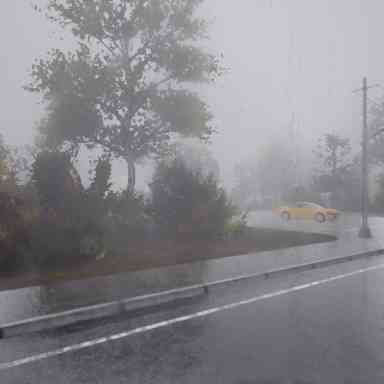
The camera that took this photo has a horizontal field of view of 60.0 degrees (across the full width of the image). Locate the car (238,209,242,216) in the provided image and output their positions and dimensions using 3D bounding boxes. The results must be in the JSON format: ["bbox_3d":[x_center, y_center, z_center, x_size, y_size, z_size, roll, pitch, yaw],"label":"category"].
[{"bbox_3d":[2.991,1.582,34.353,2.097,1.767,4.553,0,-1,-43],"label":"car"}]

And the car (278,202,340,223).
[{"bbox_3d":[9.326,1.564,26.865,1.882,1.535,5.008,0,-1,-39],"label":"car"}]
